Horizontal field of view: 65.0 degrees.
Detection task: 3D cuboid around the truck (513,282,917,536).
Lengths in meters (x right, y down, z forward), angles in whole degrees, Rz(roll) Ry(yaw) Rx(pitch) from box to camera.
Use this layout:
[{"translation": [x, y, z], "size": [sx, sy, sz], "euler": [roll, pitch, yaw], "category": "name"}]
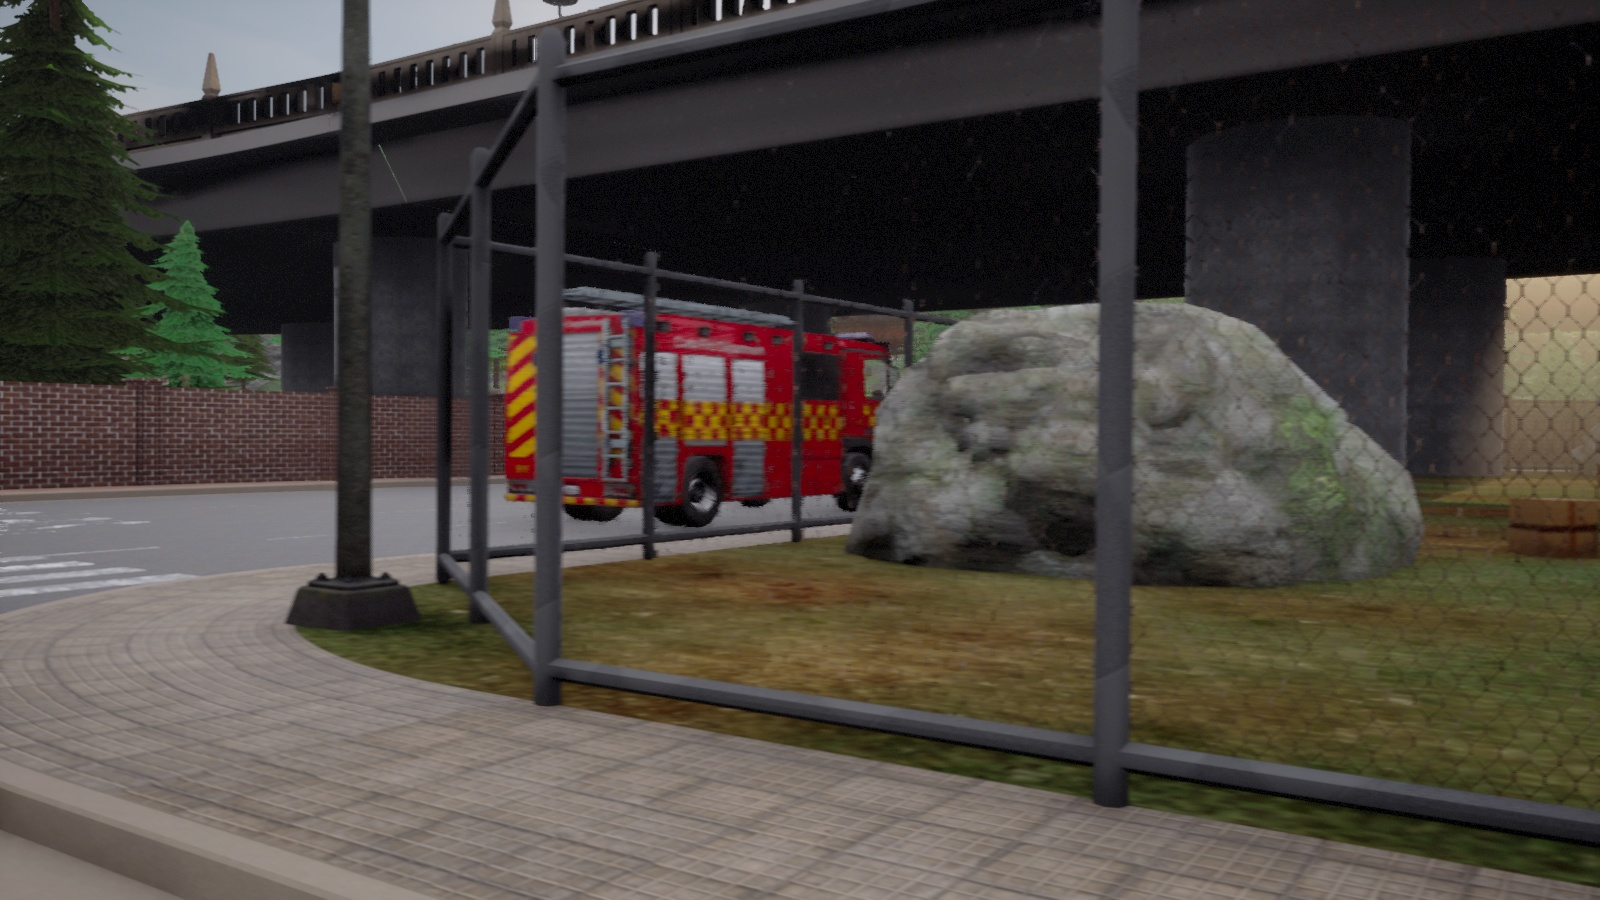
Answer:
[{"translation": [-1.126, -0.685, 23.257], "size": [2.891, 3.827, 8.468], "euler": [0, 1, 33], "category": "truck"}]
